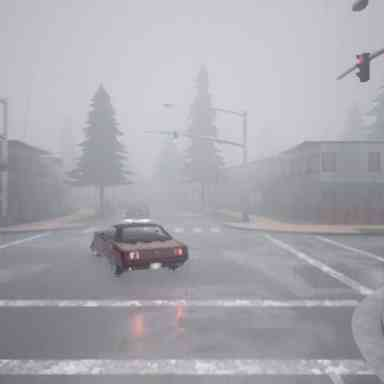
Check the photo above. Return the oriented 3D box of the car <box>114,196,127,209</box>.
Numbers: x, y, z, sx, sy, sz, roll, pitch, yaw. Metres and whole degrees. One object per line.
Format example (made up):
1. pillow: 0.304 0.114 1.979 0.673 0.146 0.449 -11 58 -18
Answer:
1. car: -9.603 1.646 48.817 1.882 1.535 5.008 0 0 -23

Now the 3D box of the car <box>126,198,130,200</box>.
1. car: -6.348 1.633 39.081 1.837 1.490 4.892 0 0 -15

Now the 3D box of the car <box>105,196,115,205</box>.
1. car: -16.093 1.594 66.309 2.097 1.767 4.553 0 0 -45

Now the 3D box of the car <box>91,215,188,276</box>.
1. car: -1.911 1.634 10.638 1.895 1.301 4.718 0 0 -26

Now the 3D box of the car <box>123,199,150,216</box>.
1. car: -4.842 1.656 30.333 1.994 1.385 4.181 0 0 -6
